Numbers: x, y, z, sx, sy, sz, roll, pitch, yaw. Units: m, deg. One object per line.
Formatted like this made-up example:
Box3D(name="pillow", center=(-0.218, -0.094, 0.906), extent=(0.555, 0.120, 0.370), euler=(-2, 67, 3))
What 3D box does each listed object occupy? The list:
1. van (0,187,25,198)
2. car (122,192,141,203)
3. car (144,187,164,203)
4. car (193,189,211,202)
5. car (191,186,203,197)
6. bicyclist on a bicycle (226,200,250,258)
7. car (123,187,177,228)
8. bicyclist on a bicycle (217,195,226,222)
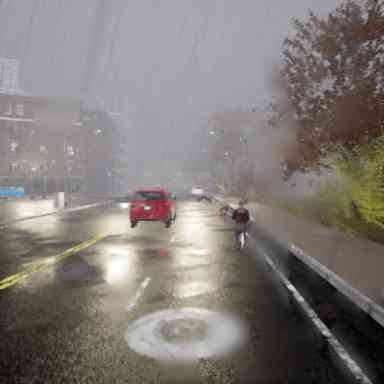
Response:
Box3D(name="van", center=(-29.595, 0.008, 54.630), extent=(3.998, 1.788, 1.690), euler=(0, 0, -30))
Box3D(name="car", center=(-8.318, 0.716, 46.097), extent=(1.895, 1.301, 4.718), euler=(-1, 1, -3))
Box3D(name="car", center=(-5.074, 0.330, 45.330), extent=(2.150, 2.045, 5.566), euler=(0, 1, 0))
Box3D(name="car", center=(1.518, 0.656, 44.958), extent=(1.895, 1.301, 4.718), euler=(0, 1, 0))
Box3D(name="car", center=(1.088, -0.176, 66.579), extent=(2.150, 2.045, 5.566), euler=(-1, 1, -1))
Box3D(name="bicyclist on a bicycle", center=(1.569, 1.134, 10.779), extent=(0.659, 1.776, 1.843), euler=(0, 1, 3))
Box3D(name="car", center=(-2.133, 0.840, 19.319), extent=(2.150, 2.045, 5.566), euler=(0, 1, 2))
Box3D(name="bicyclist on a bicycle", center=(1.985, 0.995, 20.599), extent=(0.866, 1.612, 1.509), euler=(0, 1, 2))
